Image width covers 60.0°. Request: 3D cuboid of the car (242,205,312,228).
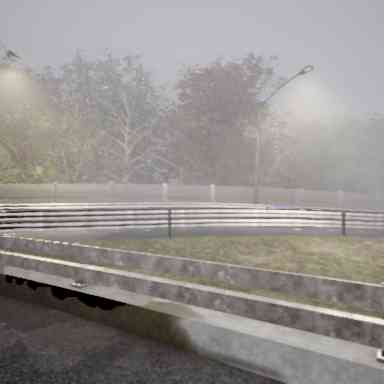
[{"bbox_3d":[5.948,1.682,23.325,5.008,1.535,1.882,1,0,-14],"label":"car"}]
